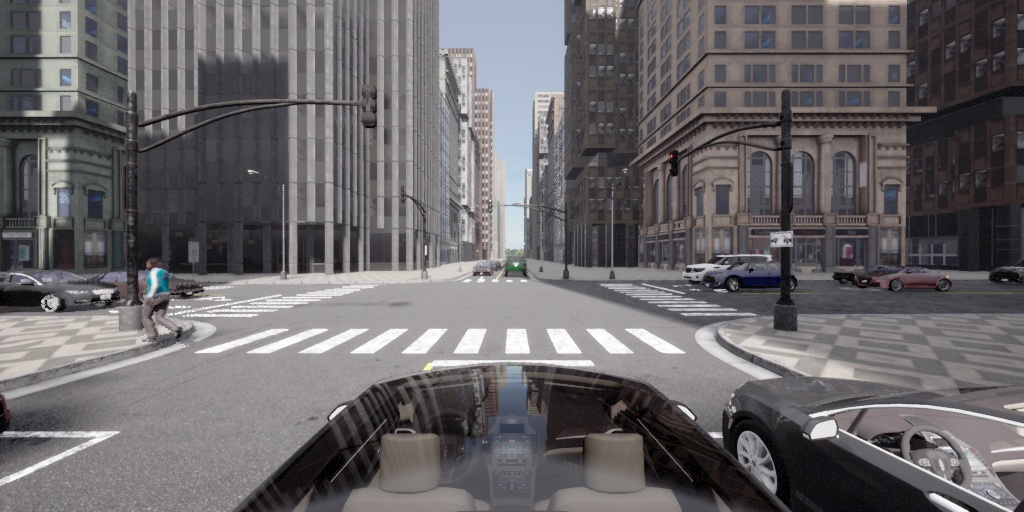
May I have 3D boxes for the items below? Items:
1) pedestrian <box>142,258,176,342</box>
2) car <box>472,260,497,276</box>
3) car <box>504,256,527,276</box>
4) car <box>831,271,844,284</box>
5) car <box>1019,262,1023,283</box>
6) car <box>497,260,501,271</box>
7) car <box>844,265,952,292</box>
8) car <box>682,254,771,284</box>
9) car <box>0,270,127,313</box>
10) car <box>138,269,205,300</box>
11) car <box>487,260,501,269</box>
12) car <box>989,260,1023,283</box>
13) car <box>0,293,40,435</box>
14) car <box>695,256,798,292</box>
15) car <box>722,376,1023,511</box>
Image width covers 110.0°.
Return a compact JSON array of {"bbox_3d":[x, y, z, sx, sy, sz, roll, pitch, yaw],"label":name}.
[{"bbox_3d":[-7.584,0.884,7.649,0.375,1.860,0.375,0,0,0],"label":"pedestrian"},{"bbox_3d":[-2.902,1.298,36.844,2.033,1.411,5.357,0,0,0],"label":"car"},{"bbox_3d":[0.357,0.972,37.108,2.150,2.045,5.566,0,0,-1],"label":"car"},{"bbox_3d":[24.054,1.261,23.581,4.718,1.301,1.895,0,0,0],"label":"car"},{"bbox_3d":[32.991,1.197,20.311,5.357,1.411,2.033,0,0,0],"label":"car"},{"bbox_3d":[-2.859,1.316,46.869,1.994,1.385,4.181,0,0,1],"label":"car"},{"bbox_3d":[21.992,1.243,20.345,4.181,1.385,1.994,0,0,0],"label":"car"},{"bbox_3d":[14.290,0.907,23.610,5.566,2.045,2.150,0,0,0],"label":"car"},{"bbox_3d":[-18.012,1.308,13.736,4.902,1.511,2.128,0,0,0],"label":"car"},{"bbox_3d":[-17.744,1.349,17.038,5.357,1.411,2.033,0,0,5],"label":"car"},{"bbox_3d":[-2.821,1.320,57.892,1.994,1.385,4.181,0,0,0],"label":"car"},{"bbox_3d":[34.613,0.983,23.551,4.553,1.767,2.097,0,0,0],"label":"car"},{"bbox_3d":[-5.764,1.190,1.565,1.967,1.591,4.097,0,0,0],"label":"car"},{"bbox_3d":[13.354,1.053,20.361,4.553,1.767,2.097,0,0,0],"label":"car"},{"bbox_3d":[2.762,1.300,1.550,2.007,1.370,4.403,0,0,0],"label":"car"}]
